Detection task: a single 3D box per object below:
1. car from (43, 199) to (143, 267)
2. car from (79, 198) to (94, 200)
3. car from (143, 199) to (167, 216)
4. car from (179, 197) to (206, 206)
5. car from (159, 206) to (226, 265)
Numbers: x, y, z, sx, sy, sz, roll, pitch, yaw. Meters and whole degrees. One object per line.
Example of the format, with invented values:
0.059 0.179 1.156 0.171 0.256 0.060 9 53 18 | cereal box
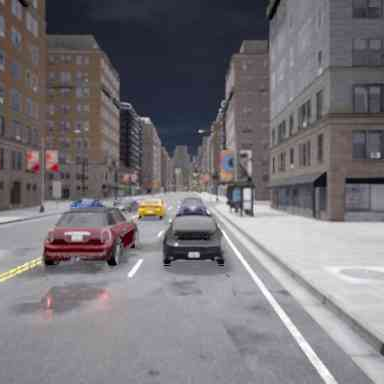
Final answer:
-3.182 1.286 11.366 2.097 1.767 4.553 0 0 0 | car
-9.825 1.305 31.047 1.882 1.535 5.008 0 0 0 | car
-3.174 1.324 27.476 1.882 1.535 5.008 0 0 0 | car
0.068 1.205 26.232 2.097 1.767 4.553 0 0 0 | car
0.070 1.438 11.338 1.837 1.490 4.892 0 0 0 | car
